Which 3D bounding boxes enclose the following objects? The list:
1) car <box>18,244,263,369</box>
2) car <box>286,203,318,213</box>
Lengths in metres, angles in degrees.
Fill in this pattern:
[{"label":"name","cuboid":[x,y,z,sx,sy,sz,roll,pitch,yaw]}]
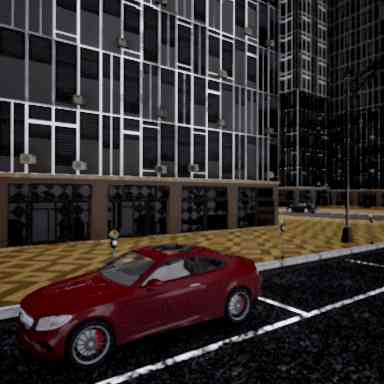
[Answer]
[{"label":"car","cuboid":[-0.598,1.598,5.670,4.206,1.307,1.802,0,0,-35]},{"label":"car","cuboid":[14.822,2.129,44.994,2.008,1.369,4.403,-1,0,-36]}]
